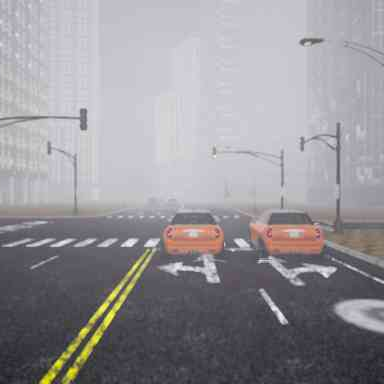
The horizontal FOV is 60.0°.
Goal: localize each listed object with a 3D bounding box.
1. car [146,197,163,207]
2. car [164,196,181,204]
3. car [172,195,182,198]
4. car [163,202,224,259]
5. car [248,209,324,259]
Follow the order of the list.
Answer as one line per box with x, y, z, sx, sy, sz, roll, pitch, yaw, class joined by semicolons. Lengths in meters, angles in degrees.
-6.572;1.660;56.405;2.097;1.767;4.553;0;0;0;car
-3.323;1.835;56.653;1.812;1.442;4.674;0;0;0;car
-3.467;1.593;72.095;2.150;2.045;5.566;0;0;-2;car
0.063;1.434;13.064;2.097;1.767;4.553;0;0;0;car
3.475;1.434;13.061;2.097;1.767;4.553;0;0;3;car
